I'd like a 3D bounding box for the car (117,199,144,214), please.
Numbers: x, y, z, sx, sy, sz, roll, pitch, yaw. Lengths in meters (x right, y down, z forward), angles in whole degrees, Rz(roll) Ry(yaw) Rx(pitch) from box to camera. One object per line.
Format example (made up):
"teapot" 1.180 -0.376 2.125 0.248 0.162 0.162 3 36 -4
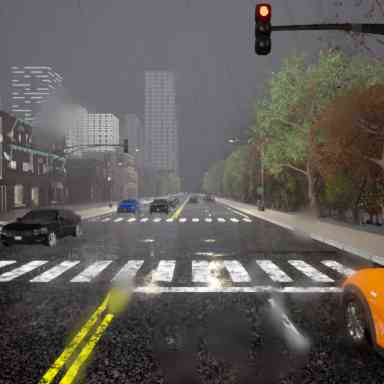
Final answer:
"car" -6.529 1.467 34.727 1.882 1.535 5.008 0 1 -1

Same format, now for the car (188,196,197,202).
"car" 0.177 1.565 74.914 1.895 1.301 4.718 0 0 0

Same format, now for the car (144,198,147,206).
"car" -6.478 1.582 52.000 1.895 1.301 4.718 0 0 0

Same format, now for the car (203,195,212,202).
"car" 3.427 1.447 74.861 1.882 1.535 5.008 0 0 0

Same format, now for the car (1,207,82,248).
"car" -6.565 1.474 15.073 1.882 1.535 5.008 0 0 0

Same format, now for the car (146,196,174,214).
"car" -3.271 1.467 34.845 1.882 1.535 5.008 0 0 0

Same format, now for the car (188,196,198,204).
"car" 0.248 1.523 64.421 2.033 1.411 5.357 0 0 1

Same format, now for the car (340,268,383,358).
"car" 3.359 1.351 3.381 2.097 1.767 4.553 0 0 0

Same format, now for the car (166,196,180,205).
"car" -3.200 1.469 58.011 2.128 1.511 4.902 0 0 0

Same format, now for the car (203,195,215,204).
"car" 3.498 1.467 64.696 2.128 1.511 4.902 0 0 0

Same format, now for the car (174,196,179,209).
"car" -3.237 1.548 45.436 1.994 1.385 4.181 0 0 1
